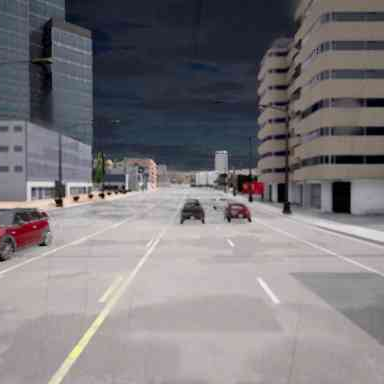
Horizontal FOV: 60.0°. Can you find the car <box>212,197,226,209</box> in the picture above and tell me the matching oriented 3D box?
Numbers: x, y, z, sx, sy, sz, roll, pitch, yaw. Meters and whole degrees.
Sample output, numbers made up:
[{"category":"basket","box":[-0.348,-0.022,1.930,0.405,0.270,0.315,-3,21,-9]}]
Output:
[{"category":"car","box":[3.586,1.359,41.458,1.812,1.442,4.674,0,2,0]}]

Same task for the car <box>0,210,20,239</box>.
[{"category":"car","box":[-10.505,1.666,16.122,1.895,1.301,4.718,0,0,0]}]

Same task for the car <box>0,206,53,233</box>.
[{"category":"car","box":[-10.564,1.643,20.819,1.994,1.385,4.181,0,0,1]}]

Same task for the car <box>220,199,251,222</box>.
[{"category":"car","box":[3.601,1.587,26.875,1.812,1.442,4.674,0,1,0]}]

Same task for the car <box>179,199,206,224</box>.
[{"category":"car","box":[0.060,1.572,25.947,1.837,1.490,4.892,0,1,1]}]

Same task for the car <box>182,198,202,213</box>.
[{"category":"car","box":[0.033,1.464,37.762,2.033,1.411,5.357,0,1,1]}]

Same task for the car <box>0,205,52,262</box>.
[{"category":"car","box":[-7.043,1.399,12.272,2.097,1.767,4.553,0,0,1]}]
